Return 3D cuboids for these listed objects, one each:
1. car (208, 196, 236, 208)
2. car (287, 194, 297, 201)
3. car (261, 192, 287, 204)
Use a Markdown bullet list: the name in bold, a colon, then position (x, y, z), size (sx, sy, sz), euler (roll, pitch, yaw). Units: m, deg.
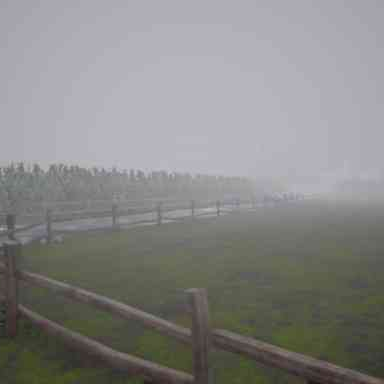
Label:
- **car**: position (3.684, 1.091, 39.146), size (1.895, 1.301, 4.718), euler (1, 1, 31)
- **car**: position (16.027, 0.897, 54.890), size (1.895, 1.301, 4.718), euler (1, 1, 29)
- **car**: position (11.265, 0.767, 46.308), size (2.097, 1.767, 4.553), euler (1, 1, 30)
